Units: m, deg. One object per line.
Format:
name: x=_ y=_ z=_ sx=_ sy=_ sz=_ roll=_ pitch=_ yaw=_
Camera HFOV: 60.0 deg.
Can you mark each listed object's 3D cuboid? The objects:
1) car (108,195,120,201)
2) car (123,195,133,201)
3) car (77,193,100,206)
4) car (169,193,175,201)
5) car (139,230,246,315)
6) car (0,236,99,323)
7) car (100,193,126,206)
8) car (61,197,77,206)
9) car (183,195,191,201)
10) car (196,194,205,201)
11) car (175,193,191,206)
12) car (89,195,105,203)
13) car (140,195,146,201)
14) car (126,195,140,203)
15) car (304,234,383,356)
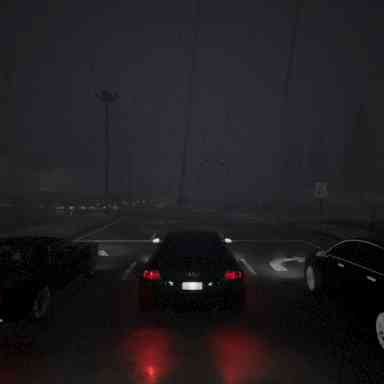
car: x=-19.805 y=1.472 z=84.840 sx=1.882 sy=1.535 sz=5.008 roll=0 pitch=0 yaw=0
car: x=-16.305 y=1.490 z=84.999 sx=1.837 sy=1.490 sz=4.892 roll=0 pitch=0 yaw=0
car: x=-16.384 y=1.222 z=54.646 sx=2.150 sy=2.045 sz=5.566 roll=0 pitch=0 yaw=1
car: x=-4.805 y=1.220 z=86.402 sx=2.150 sy=2.045 sz=5.566 roll=0 pitch=0 yaw=0
car: x=0.006 y=1.564 z=7.659 sx=1.994 sy=1.385 sz=4.181 roll=0 pitch=0 yaw=0
car: x=-3.495 y=1.601 z=7.158 sx=1.895 sy=1.301 sz=4.718 roll=0 pitch=0 yaw=0
car: x=-12.890 y=1.222 z=54.749 sx=2.150 sy=2.045 sz=5.566 roll=0 pitch=0 yaw=0
car: x=-19.880 y=1.526 z=54.598 sx=1.812 sy=1.442 sz=4.674 roll=0 pitch=0 yaw=0
car: x=-1.306 y=1.521 z=86.765 sx=2.128 sy=1.511 sz=4.902 roll=0 pitch=0 yaw=0
car: x=2.194 y=1.350 z=86.719 sx=2.097 sy=1.767 sz=4.553 roll=0 pitch=0 yaw=0
car: x=-1.299 y=1.352 z=55.393 sx=2.097 sy=1.767 sz=4.553 roll=0 pitch=0 yaw=0
car: x=-19.802 y=1.500 z=69.572 sx=1.837 sy=1.490 sz=4.892 roll=0 pitch=0 yaw=0
car: x=-12.805 y=1.488 z=85.113 sx=1.837 sy=1.490 sz=4.892 roll=0 pitch=0 yaw=0
car: x=-12.802 y=1.500 z=70.423 sx=1.837 sy=1.490 sz=4.892 roll=0 pitch=0 yaw=0
car: x=3.503 y=1.505 z=5.836 sx=1.837 sy=1.490 sz=4.892 roll=0 pitch=0 yaw=0
